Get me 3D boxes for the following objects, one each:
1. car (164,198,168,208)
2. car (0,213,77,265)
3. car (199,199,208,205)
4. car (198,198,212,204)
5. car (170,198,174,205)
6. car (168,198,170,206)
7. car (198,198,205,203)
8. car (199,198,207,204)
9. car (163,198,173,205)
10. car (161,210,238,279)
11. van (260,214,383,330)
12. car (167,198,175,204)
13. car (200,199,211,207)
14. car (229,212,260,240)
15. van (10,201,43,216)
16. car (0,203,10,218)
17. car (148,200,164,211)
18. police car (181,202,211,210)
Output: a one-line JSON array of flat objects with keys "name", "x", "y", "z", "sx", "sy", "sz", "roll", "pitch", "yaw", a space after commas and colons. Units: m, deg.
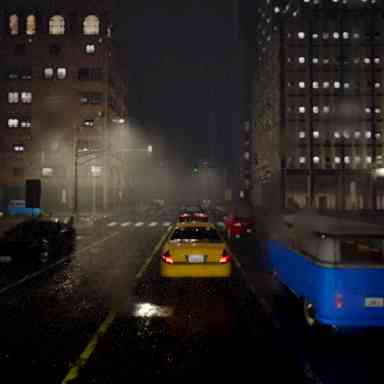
[{"name": "car", "x": -5.682, "y": 2.015, "z": 56.025, "sx": 1.967, "sy": 1.590, "sz": 4.097, "roll": 1, "pitch": -1, "yaw": 0}, {"name": "car", "x": -5.681, "y": 1.698, "z": 12.358, "sx": 1.947, "sy": 1.339, "sz": 4.313, "roll": 1, "pitch": -1, "yaw": 0}, {"name": "car", "x": 2.695, "y": 2.338, "z": 78.626, "sx": 2.008, "sy": 1.369, "sz": 4.403, "roll": 1, "pitch": -1, "yaw": 0}, {"name": "car", "x": 2.696, "y": 2.179, "z": 61.673, "sx": 2.008, "sy": 1.369, "sz": 4.403, "roll": 1, "pitch": -1, "yaw": 0}, {"name": "car", "x": -5.685, "y": 2.285, "z": 72.976, "sx": 2.008, "sy": 1.369, "sz": 4.403, "roll": 1, "pitch": -1, "yaw": 0}, {"name": "car", "x": -5.684, "y": 2.210, "z": 61.674, "sx": 1.802, "sy": 1.307, "sz": 4.206, "roll": 1, "pitch": -1, "yaw": 0}, {"name": "car", "x": 2.693, "y": 2.527, "z": 95.581, "sx": 1.802, "sy": 1.307, "sz": 4.206, "roll": 1, "pitch": -1, "yaw": 0}, {"name": "car", "x": 2.696, "y": 2.281, "z": 84.280, "sx": 1.967, "sy": 1.590, "sz": 4.097, "roll": 1, "pitch": -1, "yaw": 0}, {"name": "car", "x": -5.684, "y": 2.228, "z": 78.628, "sx": 1.967, "sy": 1.590, "sz": 4.097, "roll": 1, "pitch": -1, "yaw": 0}, {"name": "car", "x": 0.101, "y": 1.567, "z": 10.345, "sx": 1.801, "sy": 1.575, "sz": 5.366, "roll": 0, "pitch": -1, "yaw": 0}, {"name": "van", "x": 2.703, "y": 1.415, "z": 6.778, "sx": 1.690, "sy": 1.788, "sz": 3.998, "roll": 1, "pitch": -1, "yaw": 0}, {"name": "car", "x": -5.686, "y": 2.417, "z": 89.761, "sx": 1.752, "sy": 1.417, "sz": 4.829, "roll": 1, "pitch": -1, "yaw": 0}, {"name": "car", "x": 2.696, "y": 2.226, "z": 67.325, "sx": 1.887, "sy": 1.381, "sz": 4.507, "roll": 1, "pitch": -1, "yaw": 0}, {"name": "car", "x": 2.699, "y": 1.735, "z": 17.929, "sx": 1.887, "sy": 1.381, "sz": 4.507, "roll": 1, "pitch": -1, "yaw": 0}, {"name": "van", "x": -19.738, "y": 1.939, "z": 39.241, "sx": 3.998, "sy": 1.788, "sz": 1.690, "roll": 0, "pitch": -1, "yaw": 1}, {"name": "car", "x": -19.846, "y": 1.946, "z": 30.859, "sx": 4.403, "sy": 1.369, "sz": 2.008, "roll": 0, "pitch": -1, "yaw": 1}, {"name": "car", "x": -5.684, "y": 2.103, "z": 50.371, "sx": 1.802, "sy": 1.307, "sz": 4.206, "roll": 1, "pitch": -1, "yaw": 0}, {"name": "police car", "x": 0.098, "y": 1.760, "z": 24.261, "sx": 2.038, "sy": 1.542, "sz": 4.974, "roll": 0, "pitch": -1, "yaw": 0}]
